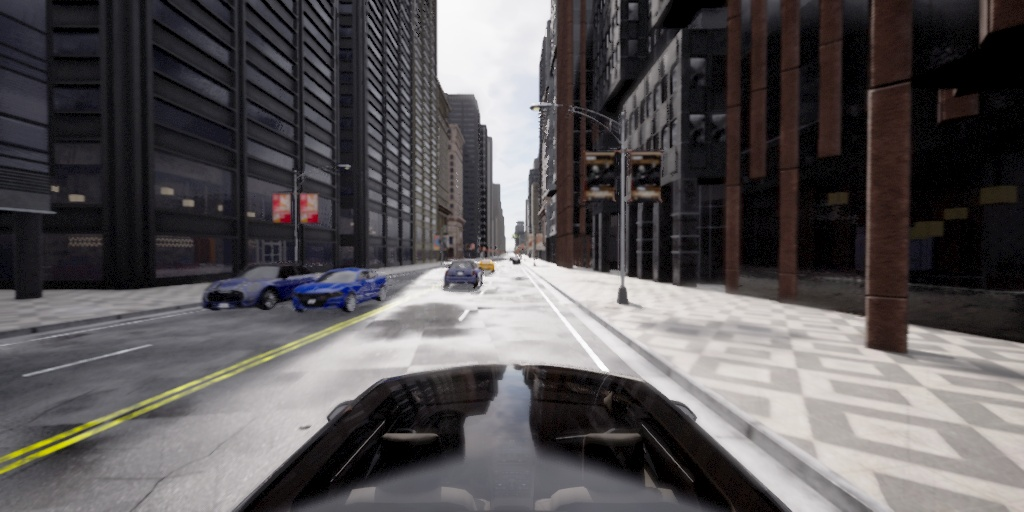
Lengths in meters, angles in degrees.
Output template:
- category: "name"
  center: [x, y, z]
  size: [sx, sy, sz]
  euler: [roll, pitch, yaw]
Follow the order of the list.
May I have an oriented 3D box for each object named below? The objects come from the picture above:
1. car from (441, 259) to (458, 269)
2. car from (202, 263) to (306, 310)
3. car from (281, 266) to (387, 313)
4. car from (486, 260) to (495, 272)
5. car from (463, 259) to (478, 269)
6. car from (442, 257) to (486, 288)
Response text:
- category: "car"
  center: [-9.776, 1.247, 56.710]
  size: [1.812, 1.442, 4.674]
  euler: [0, 0, 1]
- category: "car"
  center: [-9.845, 1.103, 14.496]
  size: [2.097, 1.767, 4.553]
  euler: [0, 0, 0]
- category: "car"
  center: [-6.594, 1.229, 14.305]
  size: [1.882, 1.535, 5.008]
  euler: [0, 0, 0]
- category: "car"
  center: [-3.135, 1.214, 44.529]
  size: [1.882, 1.535, 5.008]
  euler: [0, 0, 0]
- category: "car"
  center: [-6.526, 1.247, 56.706]
  size: [1.812, 1.442, 4.674]
  euler: [0, 0, 1]
- category: "car"
  center: [-3.141, 1.102, 23.951]
  size: [2.097, 1.767, 4.553]
  euler: [0, 0, 0]
